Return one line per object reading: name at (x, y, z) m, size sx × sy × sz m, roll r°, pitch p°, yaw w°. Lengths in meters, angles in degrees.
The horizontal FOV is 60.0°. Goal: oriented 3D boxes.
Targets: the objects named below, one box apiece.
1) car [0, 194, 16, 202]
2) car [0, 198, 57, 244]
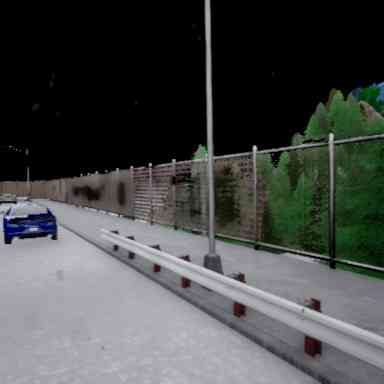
car at (-24.550, 0.960, 44.190) m, size 1.994 × 1.385 × 4.181 m, roll -2°, pitch 2°, yaw -34°
car at (-7.292, 1.250, 14.826) m, size 1.882 × 1.535 × 5.008 m, roll -2°, pitch 2°, yaw -30°
